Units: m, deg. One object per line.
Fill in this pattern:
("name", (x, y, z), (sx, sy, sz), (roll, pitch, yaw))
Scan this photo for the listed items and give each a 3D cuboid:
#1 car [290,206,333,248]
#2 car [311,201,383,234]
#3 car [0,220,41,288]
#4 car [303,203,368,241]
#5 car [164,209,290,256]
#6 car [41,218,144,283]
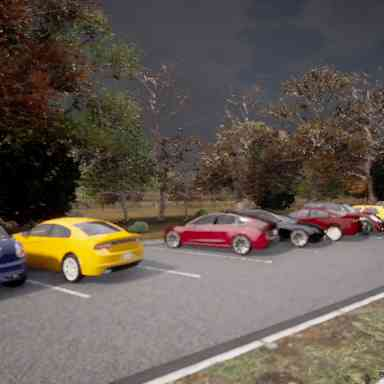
("car", (3.520, 1.535, 15.080), (4.792, 1.488, 2.163), (-1, -1, 33))
("car", (8.180, 1.380, 18.700), (4.553, 1.767, 2.185), (-1, -1, 33))
("car", (-6.046, 1.383, 8.067), (4.553, 1.767, 2.185), (-1, -1, 34))
("car", (5.857, 1.505, 16.873), (5.008, 1.535, 2.097), (-1, -1, 33))
("car", (1.086, 1.537, 13.336), (4.792, 1.488, 2.163), (-1, -1, 34))
("car", (-3.659, 1.508, 9.811), (5.008, 1.535, 2.097), (-1, -1, 34))
